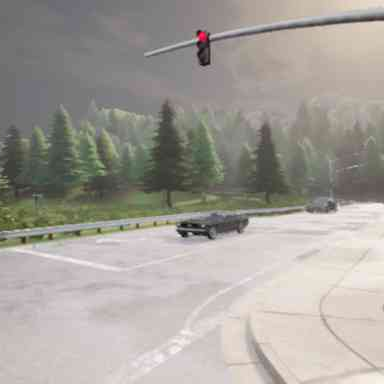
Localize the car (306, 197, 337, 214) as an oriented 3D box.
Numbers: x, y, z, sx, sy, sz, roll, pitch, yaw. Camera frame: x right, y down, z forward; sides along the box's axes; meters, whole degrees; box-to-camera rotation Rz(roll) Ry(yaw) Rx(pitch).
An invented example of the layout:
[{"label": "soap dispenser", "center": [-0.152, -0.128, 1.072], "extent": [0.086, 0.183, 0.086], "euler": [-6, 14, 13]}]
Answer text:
[{"label": "car", "center": [13.586, 1.290, 34.819], "extent": [2.097, 1.767, 4.553], "euler": [-1, 0, 37]}]

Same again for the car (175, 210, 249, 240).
[{"label": "car", "center": [1.160, 1.645, 17.487], "extent": [1.895, 1.301, 4.718], "euler": [-1, 0, 35]}]
